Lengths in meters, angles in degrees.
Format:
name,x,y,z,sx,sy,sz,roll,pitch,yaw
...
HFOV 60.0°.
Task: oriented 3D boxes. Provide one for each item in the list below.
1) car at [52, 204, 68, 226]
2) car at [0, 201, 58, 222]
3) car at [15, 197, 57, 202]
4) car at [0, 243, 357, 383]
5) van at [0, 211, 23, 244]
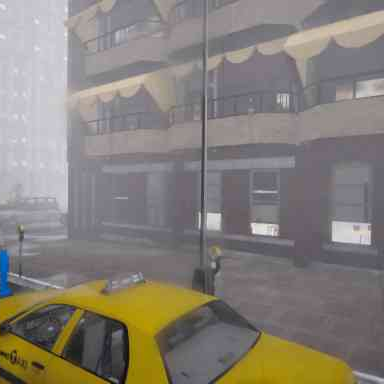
name,x,y,z,sx,sy,sz,roll,pitch,yaw
car,-6.951,1.686,23.209,1.887,1.381,4.507,1,0,36
car,-12.528,1.653,25.370,1.895,1.301,4.718,1,0,36
car,-13.735,1.339,28.124,2.192,1.841,5.009,1,0,36
car,-0.897,1.525,3.506,4.829,1.417,1.752,0,1,36
van,-5.317,1.339,6.663,3.998,1.788,1.690,0,1,36
